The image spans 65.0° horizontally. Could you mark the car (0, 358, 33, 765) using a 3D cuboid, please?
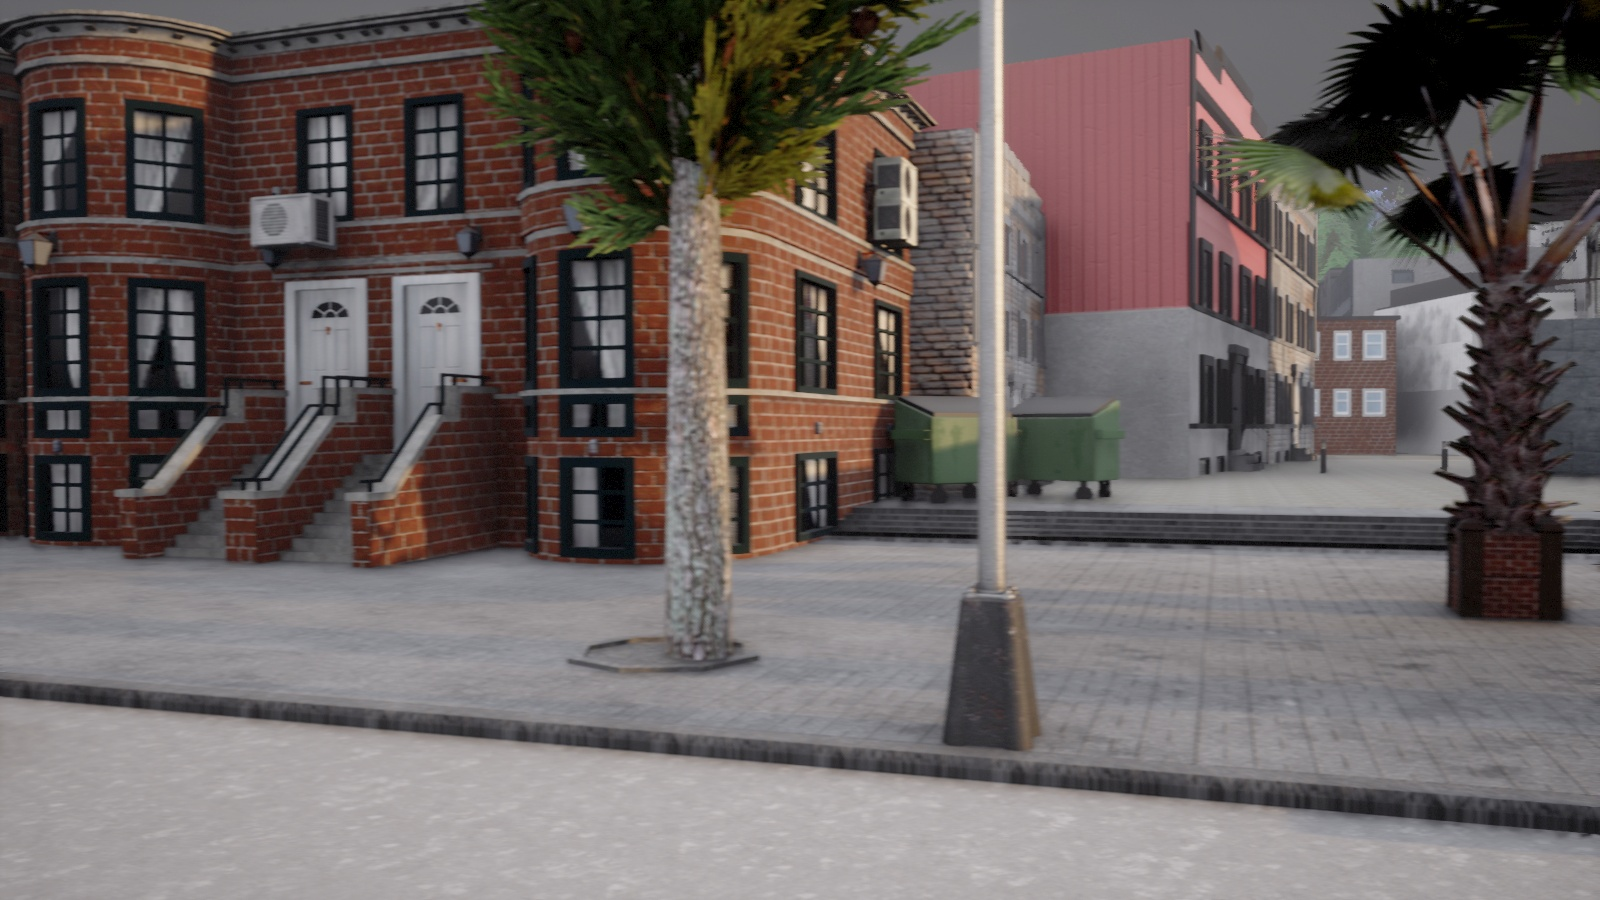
[{"bbox_3d":[-5.770,0.510,5.657,3.866,1.878,1.905,1,1,19],"label":"car"}]
